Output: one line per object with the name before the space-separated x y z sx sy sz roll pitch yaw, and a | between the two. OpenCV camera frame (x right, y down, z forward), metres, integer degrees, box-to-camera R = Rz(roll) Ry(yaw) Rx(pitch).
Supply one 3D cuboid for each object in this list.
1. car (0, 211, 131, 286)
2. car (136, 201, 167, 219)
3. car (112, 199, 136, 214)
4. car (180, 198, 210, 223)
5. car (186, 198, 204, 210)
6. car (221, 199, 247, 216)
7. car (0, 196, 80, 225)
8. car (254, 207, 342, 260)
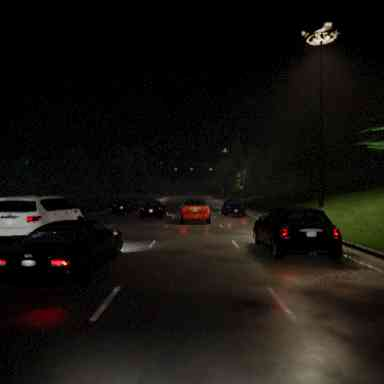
car | -3.356 1.511 9.392 2.033 1.411 5.357 0 0 0
car | -3.237 1.460 28.313 1.994 1.385 4.181 0 0 0
car | -6.704 1.439 33.708 1.994 1.385 4.181 0 0 0
car | 0.242 1.262 24.787 2.097 1.767 4.553 0 0 0
car | 0.337 1.418 40.367 1.994 1.385 4.181 0 0 0
car | 3.779 1.416 30.772 1.812 1.442 4.674 0 0 0
car | -6.816 1.166 15.203 2.150 2.045 5.566 0 1 0
car | 3.673 1.310 12.352 2.097 1.767 4.553 0 0 0
